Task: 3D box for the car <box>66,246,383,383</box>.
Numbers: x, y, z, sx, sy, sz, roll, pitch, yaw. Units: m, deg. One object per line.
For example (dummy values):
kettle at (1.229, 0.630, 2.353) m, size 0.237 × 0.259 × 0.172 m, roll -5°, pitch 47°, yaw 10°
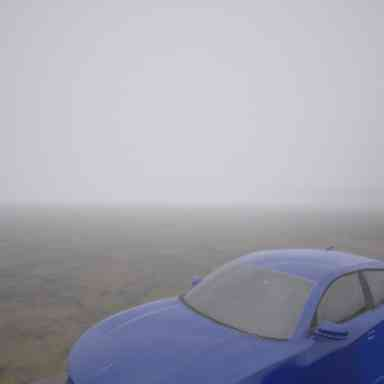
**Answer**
car at (1.154, 1.475, 3.896) m, size 5.008 × 1.535 × 1.882 m, roll 0°, pitch 0°, yaw -36°
